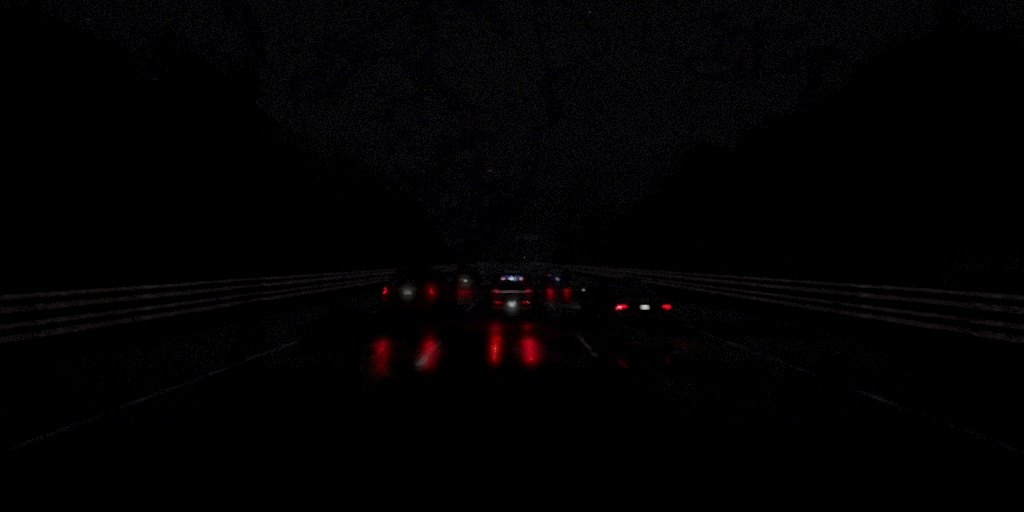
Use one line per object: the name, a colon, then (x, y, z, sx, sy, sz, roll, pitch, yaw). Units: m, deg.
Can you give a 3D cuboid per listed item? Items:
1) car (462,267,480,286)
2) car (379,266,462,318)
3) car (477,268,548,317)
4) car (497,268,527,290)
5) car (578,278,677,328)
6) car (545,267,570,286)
car: (-3.457, 1.620, 29.152, 1.837, 1.490, 4.892, 0, 0, 0)
car: (-3.455, 1.265, 14.049, 2.097, 1.767, 4.553, 0, -1, 0)
car: (0.041, 1.404, 14.008, 2.128, 1.511, 4.902, 0, -1, 1)
car: (0.020, 1.632, 26.962, 2.033, 1.411, 5.357, 0, -1, 0)
car: (3.522, 1.434, 11.963, 2.033, 1.411, 5.357, 0, -1, 1)
car: (3.548, 1.648, 29.800, 1.812, 1.442, 4.674, 0, 0, 0)
